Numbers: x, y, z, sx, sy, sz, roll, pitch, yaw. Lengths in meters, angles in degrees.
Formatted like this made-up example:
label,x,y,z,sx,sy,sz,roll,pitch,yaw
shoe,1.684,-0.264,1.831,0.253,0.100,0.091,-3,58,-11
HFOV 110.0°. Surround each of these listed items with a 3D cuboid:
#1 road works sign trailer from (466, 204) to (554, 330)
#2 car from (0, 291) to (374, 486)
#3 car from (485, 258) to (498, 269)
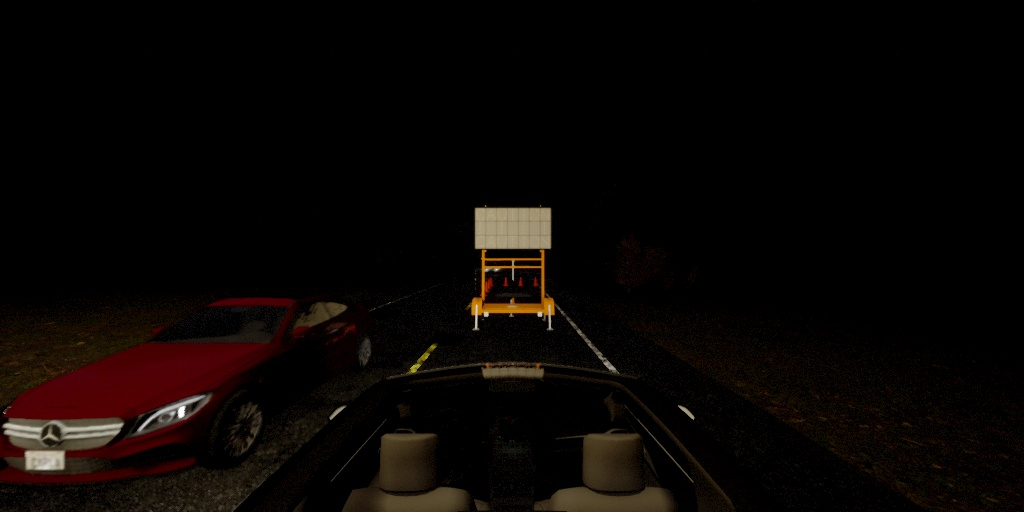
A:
label,x,y,z,sx,sy,sz,roll,pitch,yaw
road works sign trailer,0.034,0.215,11.107,2.380,3.560,2.880,0,0,0
car,-3.488,1.276,5.016,1.812,1.442,4.674,0,0,0
car,-3.294,1.136,57.533,2.097,1.767,4.553,0,0,0
